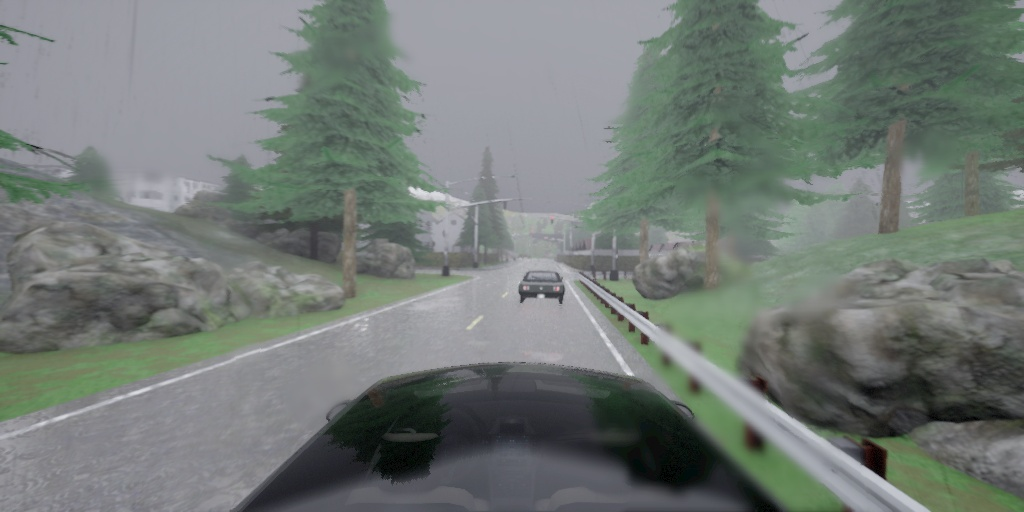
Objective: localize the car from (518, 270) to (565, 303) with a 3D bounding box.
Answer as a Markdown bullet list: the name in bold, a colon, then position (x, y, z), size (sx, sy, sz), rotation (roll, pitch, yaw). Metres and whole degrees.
- **car**: position (1.392, 1.307, 16.455), size (1.895, 1.301, 4.718), rotation (1, 0, 6)
